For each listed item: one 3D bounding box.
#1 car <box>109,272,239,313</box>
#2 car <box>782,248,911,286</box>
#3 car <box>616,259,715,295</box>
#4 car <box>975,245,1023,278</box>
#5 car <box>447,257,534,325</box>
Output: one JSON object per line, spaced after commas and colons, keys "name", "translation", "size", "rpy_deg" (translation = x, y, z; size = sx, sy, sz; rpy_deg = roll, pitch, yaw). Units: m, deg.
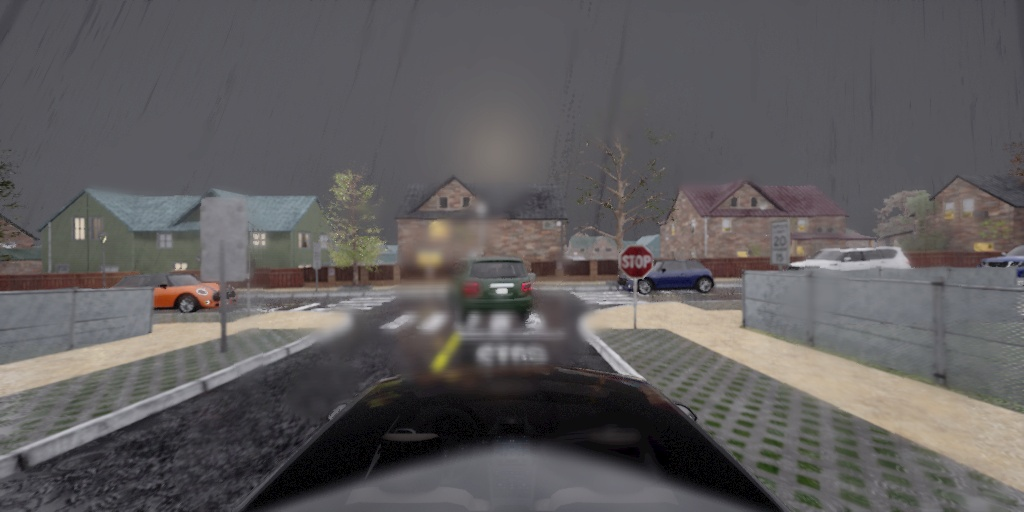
{"name": "car", "translation": [-14.683, 1.523, 15.649], "size": [4.553, 1.767, 2.097], "rpy_deg": [-1, 0, 0]}
{"name": "car", "translation": [17.241, 0.617, 18.636], "size": [5.566, 2.045, 2.150], "rpy_deg": [-1, 0, 0]}
{"name": "car", "translation": [7.737, 0.973, 18.401], "size": [4.553, 1.767, 2.097], "rpy_deg": [-1, 0, -4]}
{"name": "car", "translation": [27.875, 0.367, 18.649], "size": [5.566, 2.045, 2.150], "rpy_deg": [-1, 0, 0]}
{"name": "car", "translation": [-0.939, 1.046, 12.387], "size": [2.150, 2.045, 5.566], "rpy_deg": [0, 0, -14]}
